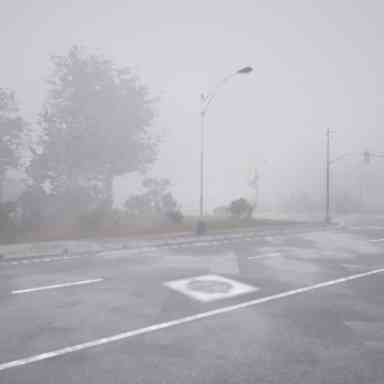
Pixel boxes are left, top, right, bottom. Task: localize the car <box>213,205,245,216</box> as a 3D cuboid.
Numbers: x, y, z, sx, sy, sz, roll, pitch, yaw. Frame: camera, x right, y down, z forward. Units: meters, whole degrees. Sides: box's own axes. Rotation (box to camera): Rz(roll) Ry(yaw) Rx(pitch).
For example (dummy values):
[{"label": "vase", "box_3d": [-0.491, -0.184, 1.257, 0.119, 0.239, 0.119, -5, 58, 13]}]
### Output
[{"label": "car", "box_3d": [4.855, 2.327, 42.613, 2.033, 1.411, 5.357, 1, -3, -32]}]
